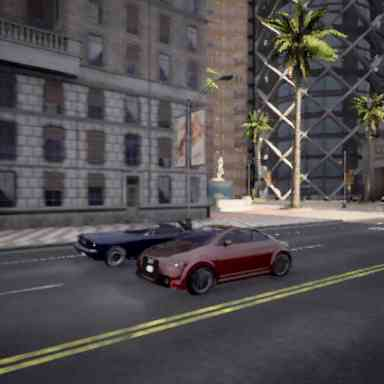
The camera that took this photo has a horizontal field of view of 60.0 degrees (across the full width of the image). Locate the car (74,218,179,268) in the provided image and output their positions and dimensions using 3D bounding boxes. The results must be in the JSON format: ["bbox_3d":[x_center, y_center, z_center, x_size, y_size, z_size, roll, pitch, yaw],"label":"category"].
[{"bbox_3d":[-1.493,1.602,11.471,4.718,1.301,1.895,0,0,-35],"label":"car"}]

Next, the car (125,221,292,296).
[{"bbox_3d":[0.681,1.567,8.717,4.181,1.385,1.994,0,0,-35],"label":"car"}]
